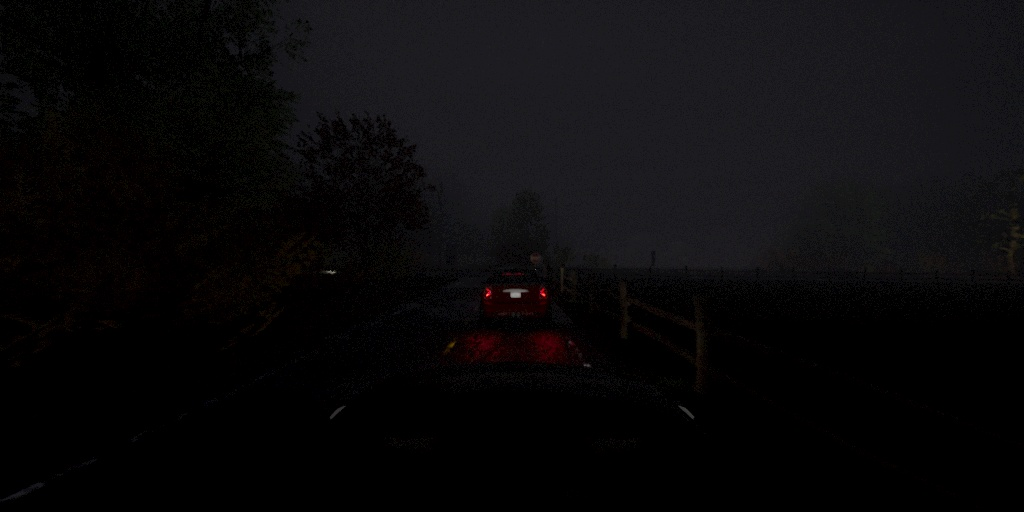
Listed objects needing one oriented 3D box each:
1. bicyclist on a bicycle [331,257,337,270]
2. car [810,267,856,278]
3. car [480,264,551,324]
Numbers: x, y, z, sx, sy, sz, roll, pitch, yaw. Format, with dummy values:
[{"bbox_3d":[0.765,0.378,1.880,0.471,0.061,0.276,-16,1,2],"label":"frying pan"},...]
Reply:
[{"bbox_3d":[-22.671,0.978,45.758,0.582,1.620,1.656,1,0,0],"label":"bicyclist on a bicycle"},{"bbox_3d":[38.227,1.969,42.747,4.181,1.385,1.994,1,1,0],"label":"car"},{"bbox_3d":[0.099,1.131,12.304,2.097,1.767,4.553,0,0,0],"label":"car"}]
